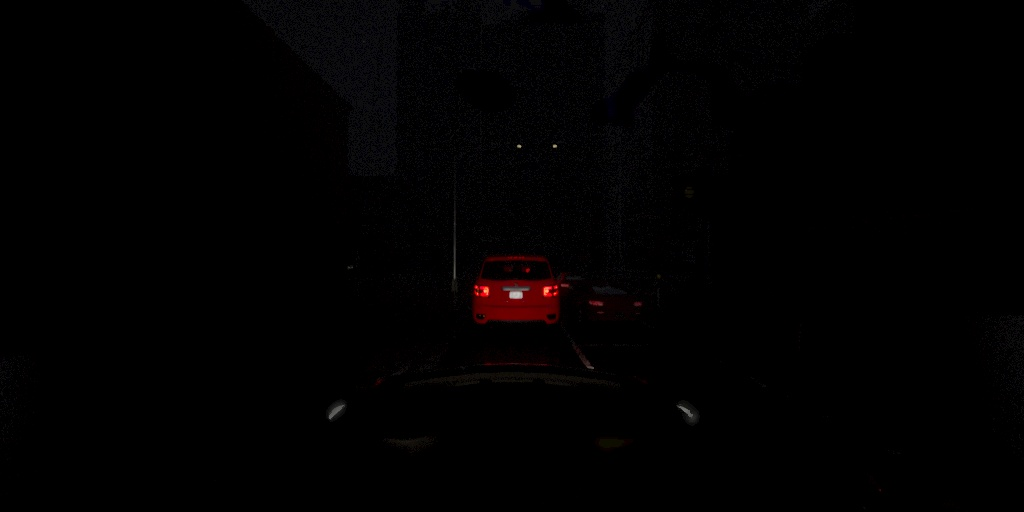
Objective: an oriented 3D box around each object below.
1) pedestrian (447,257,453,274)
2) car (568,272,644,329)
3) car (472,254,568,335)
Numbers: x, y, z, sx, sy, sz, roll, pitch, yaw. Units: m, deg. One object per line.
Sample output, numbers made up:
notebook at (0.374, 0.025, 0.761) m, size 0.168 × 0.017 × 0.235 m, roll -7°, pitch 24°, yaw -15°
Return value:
pedestrian at (-6.701, 1.022, 38.486) m, size 0.375 × 1.860 × 0.375 m, roll 0°, pitch 0°, yaw 0°
car at (2.667, 1.327, 10.934) m, size 1.802 × 1.307 × 4.207 m, roll 0°, pitch 0°, yaw 0°
car at (0.120, 0.967, 10.678) m, size 2.150 × 2.045 × 5.566 m, roll 0°, pitch 0°, yaw 1°
